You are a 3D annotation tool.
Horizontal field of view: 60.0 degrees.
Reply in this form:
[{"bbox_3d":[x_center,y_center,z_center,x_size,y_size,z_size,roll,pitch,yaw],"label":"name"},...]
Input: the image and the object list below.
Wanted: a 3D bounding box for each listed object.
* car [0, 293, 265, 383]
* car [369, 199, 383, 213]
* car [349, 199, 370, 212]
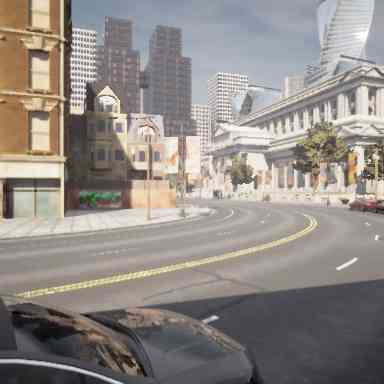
[{"bbox_3d":[-1.606,1.500,2.133,4.892,1.490,1.837,0,0,-35],"label":"car"},{"bbox_3d":[19.580,1.567,32.800,1.895,1.301,4.718,0,0,11],"label":"car"},{"bbox_3d":[19.943,1.487,38.519,2.002,1.452,4.674,0,0,1],"label":"car"}]
